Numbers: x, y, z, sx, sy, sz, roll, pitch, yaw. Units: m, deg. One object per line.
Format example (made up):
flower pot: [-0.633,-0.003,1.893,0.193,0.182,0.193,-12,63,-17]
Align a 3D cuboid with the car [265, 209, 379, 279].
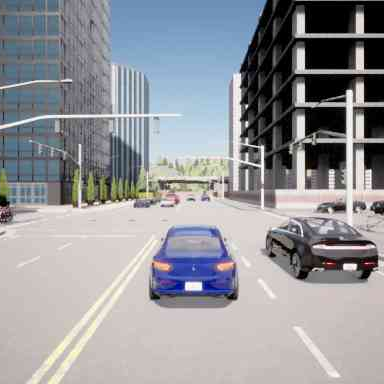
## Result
car: [3.560,1.492,9.996,2.128,1.511,4.902,0,0,-1]

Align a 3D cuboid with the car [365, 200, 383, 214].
car: [19.762,1.166,31.100,5.566,2.045,2.150,0,0,0]

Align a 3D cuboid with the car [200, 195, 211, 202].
car: [3.349,1.522,77.874,1.812,1.442,4.674,0,0,0]

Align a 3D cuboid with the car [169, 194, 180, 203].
car: [-3.636,1.355,70.075,2.097,1.767,4.553,0,0,0]

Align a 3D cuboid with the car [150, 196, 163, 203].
car: [-7.146,1.547,68.030,2.033,1.411,5.357,0,0,0]

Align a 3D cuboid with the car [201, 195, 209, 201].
car: [3.331,1.483,86.949,1.837,1.490,4.892,0,0,0]

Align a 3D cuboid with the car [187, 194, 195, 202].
car: [-0.152,1.593,78.210,1.895,1.301,4.718,0,0,0]

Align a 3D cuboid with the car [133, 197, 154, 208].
car: [-7.189,1.564,48.183,1.994,1.385,4.181,0,0,0]

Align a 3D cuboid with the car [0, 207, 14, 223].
car: [-14.890,1.298,23.082,4.553,1.767,2.097,0,0,4]

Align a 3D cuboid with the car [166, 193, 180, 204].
car: [-3.692,1.221,60.085,2.150,2.045,5.566,0,0,0]

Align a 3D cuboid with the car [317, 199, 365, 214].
car: [15.516,1.436,34.589,4.902,1.511,2.128,0,0,0]

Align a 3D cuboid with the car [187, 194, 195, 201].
car: [-0.169,1.339,86.913,2.097,1.767,4.553,0,0,0]

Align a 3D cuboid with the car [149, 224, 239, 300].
car: [0.044,1.526,8.273,1.812,1.442,4.674,0,0,0]

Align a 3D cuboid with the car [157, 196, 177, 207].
car: [-3.694,1.601,50.311,1.895,1.301,4.718,0,0,0]

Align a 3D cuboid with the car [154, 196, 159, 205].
car: [-7.197,1.601,56.943,1.895,1.301,4.718,0,0,0]
